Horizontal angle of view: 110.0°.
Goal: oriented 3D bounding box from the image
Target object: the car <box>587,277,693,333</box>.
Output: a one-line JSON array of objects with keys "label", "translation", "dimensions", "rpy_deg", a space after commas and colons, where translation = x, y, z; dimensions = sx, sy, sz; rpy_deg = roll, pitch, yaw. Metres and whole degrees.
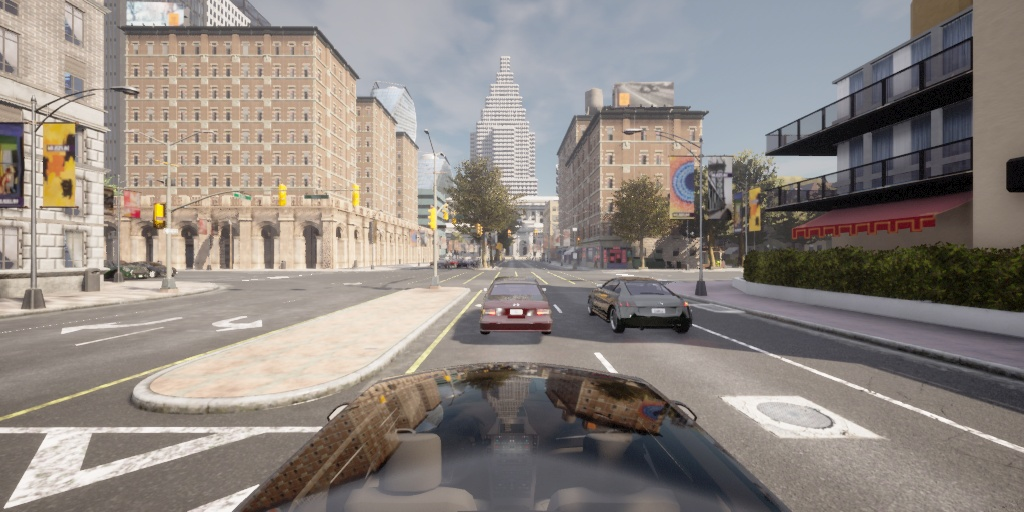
[{"label": "car", "translation": [3.589, 1.314, 10.790], "dimensions": [1.994, 1.385, 4.181], "rpy_deg": [0, 0, 0]}]

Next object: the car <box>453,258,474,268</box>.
[{"label": "car", "translation": [-8.129, 1.351, 60.388], "dimensions": [1.895, 1.301, 4.718], "rpy_deg": [0, 0, 0]}]

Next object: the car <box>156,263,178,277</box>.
[{"label": "car", "translation": [-34.193, 1.255, 33.513], "dimensions": [4.892, 1.490, 1.837], "rpy_deg": [0, 0, 0]}]

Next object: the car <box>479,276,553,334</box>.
[{"label": "car", "translation": [0.091, 1.297, 10.530], "dimensions": [2.033, 1.411, 5.357], "rpy_deg": [0, 0, 0]}]

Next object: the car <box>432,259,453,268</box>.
[{"label": "car", "translation": [-11.630, 1.276, 60.266], "dimensions": [1.812, 1.442, 4.674], "rpy_deg": [0, 0, 0]}]

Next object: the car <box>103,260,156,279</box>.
[{"label": "car", "translation": [-33.351, 1.102, 30.018], "dimensions": [4.553, 1.767, 2.097], "rpy_deg": [0, 0, 0]}]
